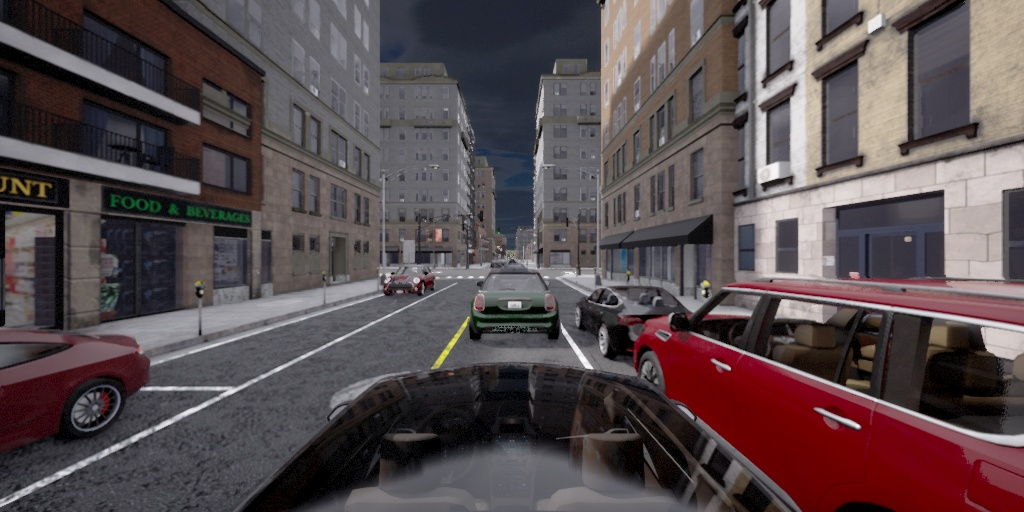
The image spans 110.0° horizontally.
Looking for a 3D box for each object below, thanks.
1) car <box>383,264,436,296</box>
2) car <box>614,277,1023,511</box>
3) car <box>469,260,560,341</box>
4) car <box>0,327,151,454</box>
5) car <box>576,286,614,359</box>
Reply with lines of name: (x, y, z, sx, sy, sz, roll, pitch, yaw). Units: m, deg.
car: (-5.373, 1.197, 19.164, 1.967, 1.591, 4.097, 0, 0, 0)
car: (2.635, 1.065, 2.793, 2.192, 1.841, 5.009, 0, 0, 0)
car: (0.039, 1.104, 10.056, 2.097, 1.767, 4.553, 0, 0, -1)
car: (-5.389, 1.332, 2.805, 1.802, 1.307, 4.207, 0, 0, 0)
car: (2.642, 1.317, 8.247, 1.948, 1.339, 4.313, 0, 0, 0)
